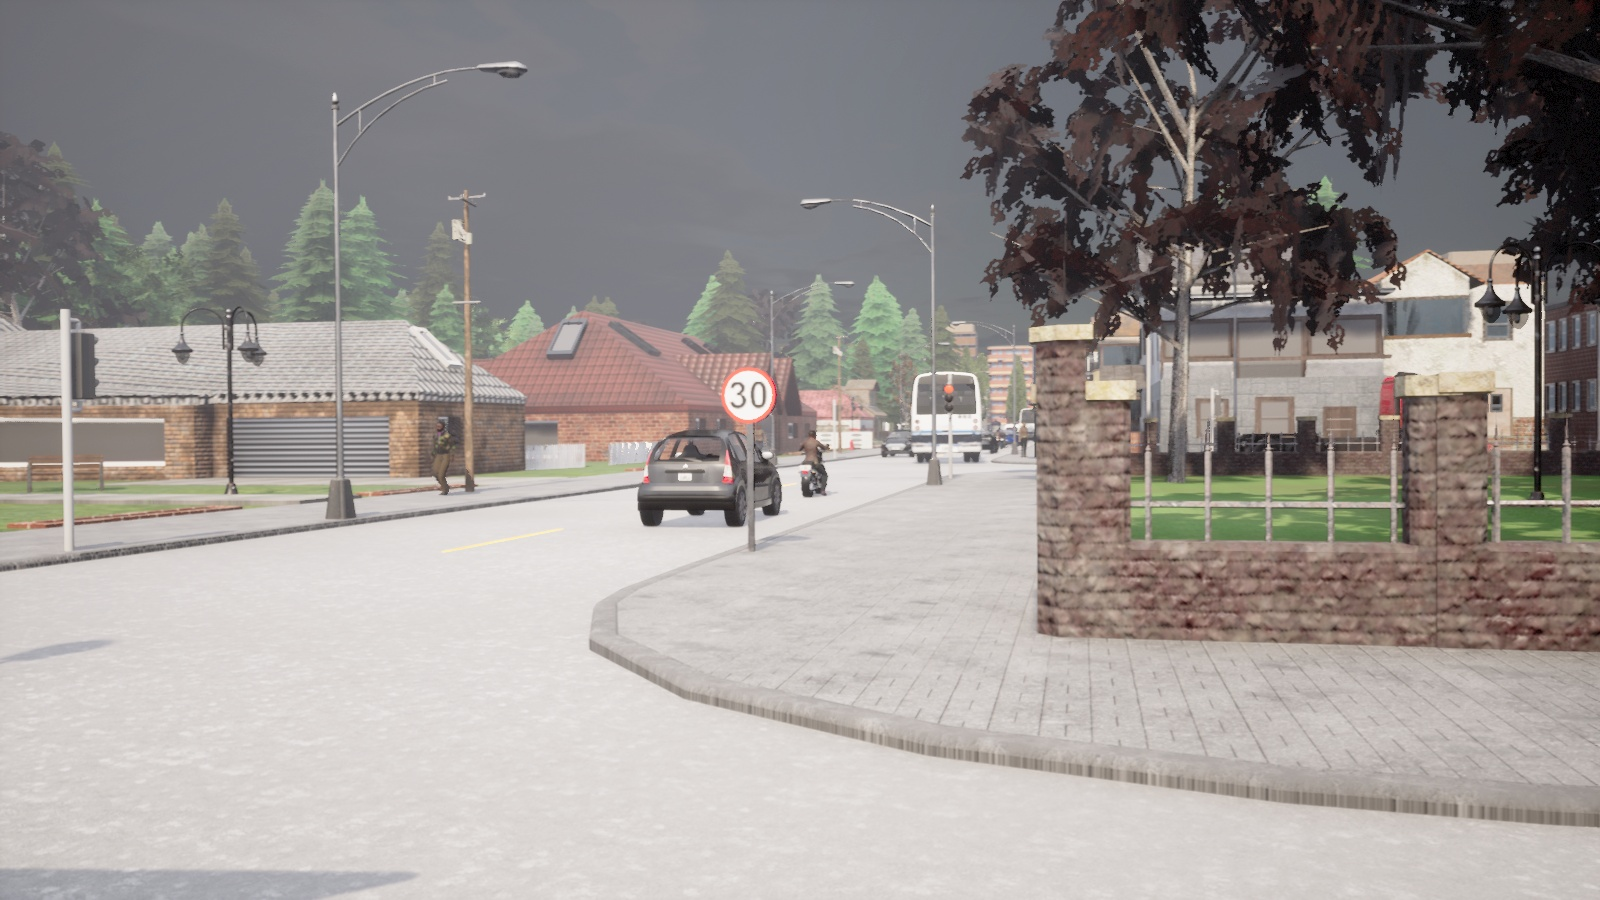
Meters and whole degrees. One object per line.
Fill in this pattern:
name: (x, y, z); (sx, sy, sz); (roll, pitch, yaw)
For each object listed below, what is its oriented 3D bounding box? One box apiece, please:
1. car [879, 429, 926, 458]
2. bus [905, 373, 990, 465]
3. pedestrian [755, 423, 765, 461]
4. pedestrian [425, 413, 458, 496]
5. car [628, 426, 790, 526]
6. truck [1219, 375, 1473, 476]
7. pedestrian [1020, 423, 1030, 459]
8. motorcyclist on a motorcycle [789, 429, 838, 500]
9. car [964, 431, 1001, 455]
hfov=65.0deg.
car: (6.063, -0.383, 74.007); (2.033, 1.649, 4.856); (0, 1, 13)
bus: (7.563, -1.529, 63.455); (3.944, 4.253, 10.273); (0, 1, 8)
pedestrian: (-1.948, -0.393, 60.791); (0.328, 1.805, 0.869); (0, 1, 10)
pedestrian: (-8.455, 0.089, 29.608); (0.395, 1.930, 0.692); (0, 1, 23)
car: (-1.500, 0.386, 22.288); (1.851, 1.617, 3.988); (0, 1, 12)
truck: (19.491, -0.866, 45.320); (7.936, 3.462, 2.891); (0, 1, 9)
pedestrian: (11.462, -0.456, 64.101); (0.331, 1.846, 0.634); (0, 1, -6)
motorcyclist on a motorcycle: (0.346, 0.312, 30.433); (0.766, 1.649, 2.350); (0, 1, 11)
car: (11.894, -0.489, 81.708); (2.007, 1.525, 4.514); (0, 1, 13)
